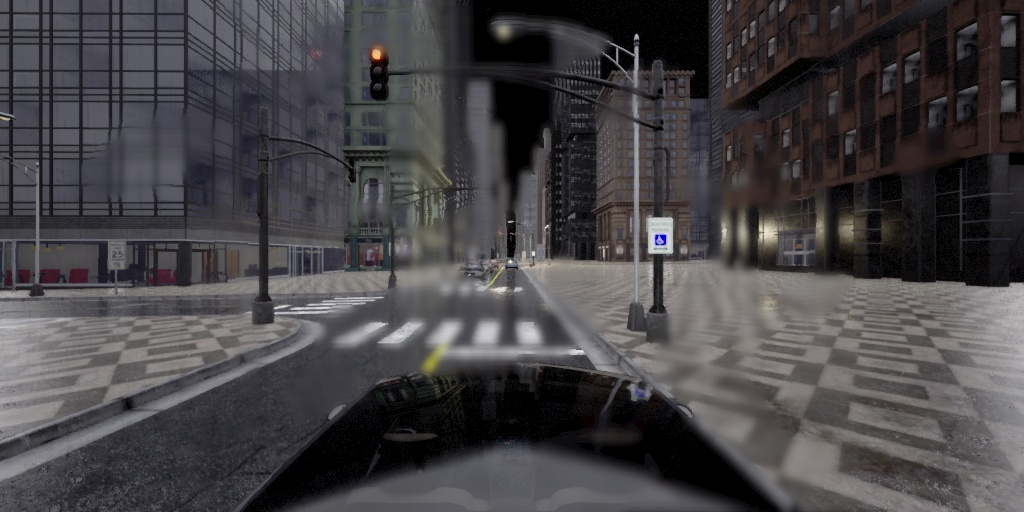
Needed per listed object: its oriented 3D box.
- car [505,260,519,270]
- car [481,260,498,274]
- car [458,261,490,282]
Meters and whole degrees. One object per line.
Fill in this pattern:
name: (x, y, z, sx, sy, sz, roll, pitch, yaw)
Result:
car: (-0.020, 1.326, 53.416, 1.994, 1.385, 4.181, 0, 0, 0)
car: (-3.110, 1.247, 41.793, 2.128, 1.511, 4.902, 0, 0, 0)
car: (-3.114, 1.314, 29.002, 1.994, 1.385, 4.181, 0, 0, 0)
